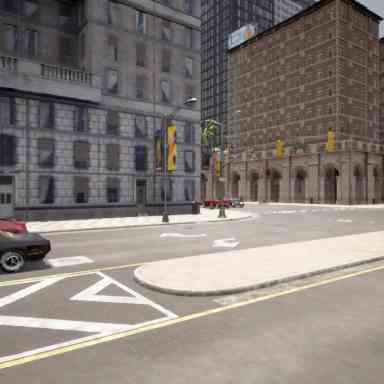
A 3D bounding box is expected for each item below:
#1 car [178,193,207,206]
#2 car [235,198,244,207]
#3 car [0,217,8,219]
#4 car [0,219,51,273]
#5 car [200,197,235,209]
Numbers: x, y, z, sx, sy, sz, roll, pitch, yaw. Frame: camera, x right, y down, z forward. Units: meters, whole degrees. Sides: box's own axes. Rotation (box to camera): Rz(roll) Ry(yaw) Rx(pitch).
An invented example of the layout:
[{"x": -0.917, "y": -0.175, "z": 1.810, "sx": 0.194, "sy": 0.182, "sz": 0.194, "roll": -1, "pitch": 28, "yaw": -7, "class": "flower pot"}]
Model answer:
[{"x": -0.024, "y": 1.221, "z": 57.104, "sx": 2.150, "sy": 2.045, "sz": 5.566, "roll": 0, "pitch": 0, "yaw": -34, "class": "car"}, {"x": 5.618, "y": 1.491, "z": 49.006, "sx": 2.128, "sy": 1.511, "sz": 4.902, "roll": 0, "pitch": 0, "yaw": -35, "class": "car"}, {"x": -8.515, "y": 1.526, "z": 12.063, "sx": 4.674, "sy": 1.442, "sz": 1.812, "roll": 0, "pitch": 0, "yaw": -35, "class": "car"}, {"x": -6.569, "y": 1.601, "z": 9.158, "sx": 4.718, "sy": 1.301, "sz": 1.895, "roll": 0, "pitch": 0, "yaw": -35, "class": "car"}, {"x": 3.189, "y": 1.478, "z": 46.375, "sx": 1.882, "sy": 1.535, "sz": 5.008, "roll": 0, "pitch": 0, "yaw": -35, "class": "car"}]
